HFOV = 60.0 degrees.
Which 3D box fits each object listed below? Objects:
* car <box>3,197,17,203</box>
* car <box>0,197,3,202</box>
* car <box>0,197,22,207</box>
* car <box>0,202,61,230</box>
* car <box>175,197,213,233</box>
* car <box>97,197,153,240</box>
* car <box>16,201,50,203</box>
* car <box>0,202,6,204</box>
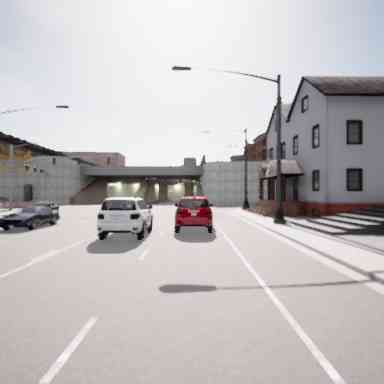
[{"bbox_3d":[-32.478,1.541,57.634,1.853,1.218,4.536,0,0,29],"label":"car"},{"bbox_3d":[-31.665,1.675,52.313,2.038,1.542,4.974,0,0,-36],"label":"car"},{"bbox_3d":[-32.453,1.699,57.680,2.038,1.542,4.974,0,0,29],"label":"car"},{"bbox_3d":[-10.530,1.643,22.055,2.033,1.411,5.357,0,0,0],"label":"car"},{"bbox_3d":[0.107,1.312,20.615,2.150,2.045,5.566,0,0,0],"label":"car"},{"bbox_3d":[-3.395,1.298,17.720,2.150,2.045,5.566,0,0,0],"label":"car"},{"bbox_3d":[-13.991,1.639,31.108,1.837,1.490,4.892,0,0,0],"label":"car"},{"bbox_3d":[-14.040,1.593,20.694,1.837,1.490,4.892,0,0,0],"label":"car"}]
